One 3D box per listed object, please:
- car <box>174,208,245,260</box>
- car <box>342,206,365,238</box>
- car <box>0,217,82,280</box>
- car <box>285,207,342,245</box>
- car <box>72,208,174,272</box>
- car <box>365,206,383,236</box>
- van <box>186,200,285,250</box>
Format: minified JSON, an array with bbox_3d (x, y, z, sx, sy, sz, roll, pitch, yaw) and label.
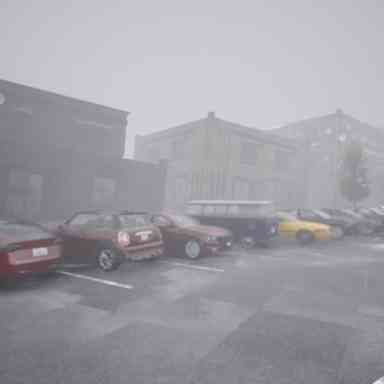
[{"bbox_3d":[-0.814,1.531,12.779,5.008,1.535,2.097,-1,-1,34],"label":"car"},{"bbox_3d":[6.292,1.609,17.996,5.008,1.535,2.097,-1,-1,34],"label":"car"},{"bbox_3d":[-5.585,1.509,9.287,4.792,1.488,2.163,-1,-1,34],"label":"car"},{"bbox_3d":[4.084,1.578,16.151,5.366,1.575,1.946,-1,-1,34],"label":"car"},{"bbox_3d":[-3.162,1.379,11.005,4.553,1.767,2.185,-1,-1,34],"label":"car"},{"bbox_3d":[8.691,1.665,19.705,4.792,1.488,2.163,-1,-1,34],"label":"car"},{"bbox_3d":[1.462,1.333,14.585,4.442,1.987,1.878,-1,-1,34],"label":"van"}]
